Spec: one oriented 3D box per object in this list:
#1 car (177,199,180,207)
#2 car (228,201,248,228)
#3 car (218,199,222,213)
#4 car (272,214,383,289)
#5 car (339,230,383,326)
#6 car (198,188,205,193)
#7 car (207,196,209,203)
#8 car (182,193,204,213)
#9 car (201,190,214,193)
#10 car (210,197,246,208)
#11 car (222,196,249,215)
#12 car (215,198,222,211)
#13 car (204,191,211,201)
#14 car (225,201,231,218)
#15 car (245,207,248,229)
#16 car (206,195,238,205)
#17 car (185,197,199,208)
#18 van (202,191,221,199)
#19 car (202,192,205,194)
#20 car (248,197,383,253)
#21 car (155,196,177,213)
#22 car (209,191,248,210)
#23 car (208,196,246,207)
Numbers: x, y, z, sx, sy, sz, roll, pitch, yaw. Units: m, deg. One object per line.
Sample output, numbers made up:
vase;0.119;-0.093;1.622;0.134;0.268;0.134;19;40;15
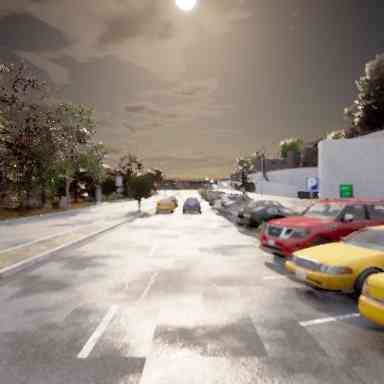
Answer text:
car;-2.989;1.431;49.308;1.837;1.490;4.892;0;1;0
car;5.062;1.524;20.247;5.008;1.535;2.097;1;0;-20
car;5.071;1.579;29.247;4.674;1.452;2.002;1;0;-20
car;4.895;1.485;8.175;5.366;1.575;1.946;1;0;-20
car;5.243;1.488;5.309;5.366;1.575;1.946;1;0;-20
car;5.044;0.731;83.203;5.566;2.045;2.435;1;1;-20
car;4.896;1.503;38.199;5.366;1.575;1.946;1;1;-20
car;-0.002;1.375;37.638;2.097;1.767;4.553;0;0;0
car;5.039;0.972;74.262;4.553;1.767;2.185;1;1;-20
car;5.072;1.475;47.273;4.674;1.452;2.002;1;1;-20
car;5.101;1.410;26.258;4.553;1.767;2.185;1;0;-20
car;5.094;1.561;32.272;4.792;1.488;2.163;1;0;-20
car;5.046;1.216;44.250;5.566;2.045;2.435;1;1;-20
car;5.072;1.571;23.247;4.674;1.452;2.002;1;0;-20
car;5.043;1.534;14.230;4.792;1.488;2.163;1;0;-20
car;5.042;1.358;56.269;4.792;1.488;2.163;1;1;-20
car;0.006;1.482;48.343;2.033;1.411;5.357;0;1;0
van;4.960;0.717;86.156;4.442;1.987;1.878;1;1;-20
car;5.041;1.204;68.274;4.792;1.488;2.163;1;1;-20
car;5.049;1.246;11.227;5.566;2.045;2.435;1;0;-20
car;-3.002;1.501;37.615;1.882;1.535;5.008;0;0;0
car;5.097;1.271;35.270;5.566;2.045;2.435;1;0;-20
car;5.240;1.401;50.345;5.366;1.575;1.946;1;0;-20
